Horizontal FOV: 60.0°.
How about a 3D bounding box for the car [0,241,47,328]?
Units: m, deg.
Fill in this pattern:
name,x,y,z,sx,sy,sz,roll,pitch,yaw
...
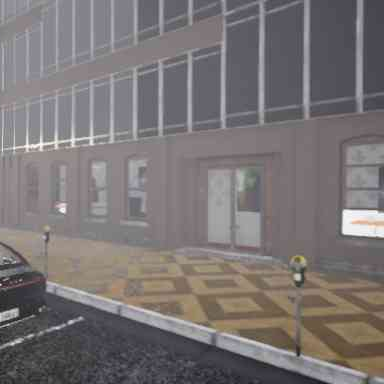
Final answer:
name,x,y,z,sx,sy,sz,roll,pitch,yaw
car,-4.381,1.498,5.999,4.403,1.369,2.008,1,0,35
